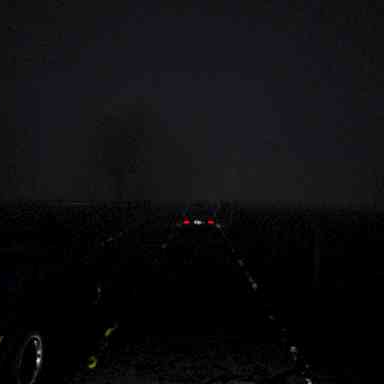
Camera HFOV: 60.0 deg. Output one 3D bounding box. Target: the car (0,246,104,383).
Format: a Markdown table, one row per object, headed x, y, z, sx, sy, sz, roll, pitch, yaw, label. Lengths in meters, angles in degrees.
| x | y | z | sx | sy | sz | roll | pitch | yaw | label |
| --- | --- | --- | --- | --- | --- | --- | --- | --- | --- |
| -2.774 | 1.555 | 4.995 | 1.994 | 1.385 | 4.181 | 0 | 0 | 1 | car |

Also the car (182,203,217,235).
| x | y | z | sx | sy | sz | roll | pitch | yaw | label |
| --- | --- | --- | --- | --- | --- | --- | --- | --- | --- |
| 0.419 | 1.552 | 18.880 | 2.033 | 1.411 | 5.357 | 0 | 0 | 2 | car |

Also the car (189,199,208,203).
| x | y | z | sx | sy | sz | roll | pitch | yaw | label |
| --- | --- | --- | --- | --- | --- | --- | --- | --- | --- |
| 0.738 | 1.503 | 36.193 | 1.882 | 1.535 | 5.008 | 0 | 0 | 1 | car |

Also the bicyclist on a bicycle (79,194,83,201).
| x | y | z | sx | sy | sz | roll | pitch | yaw | label |
| --- | --- | --- | --- | --- | --- | --- | --- | --- | --- |
| -20.881 | 1.145 | 62.558 | 0.582 | 1.620 | 1.656 | 1 | 0 | 3 | bicyclist on a bicycle |
